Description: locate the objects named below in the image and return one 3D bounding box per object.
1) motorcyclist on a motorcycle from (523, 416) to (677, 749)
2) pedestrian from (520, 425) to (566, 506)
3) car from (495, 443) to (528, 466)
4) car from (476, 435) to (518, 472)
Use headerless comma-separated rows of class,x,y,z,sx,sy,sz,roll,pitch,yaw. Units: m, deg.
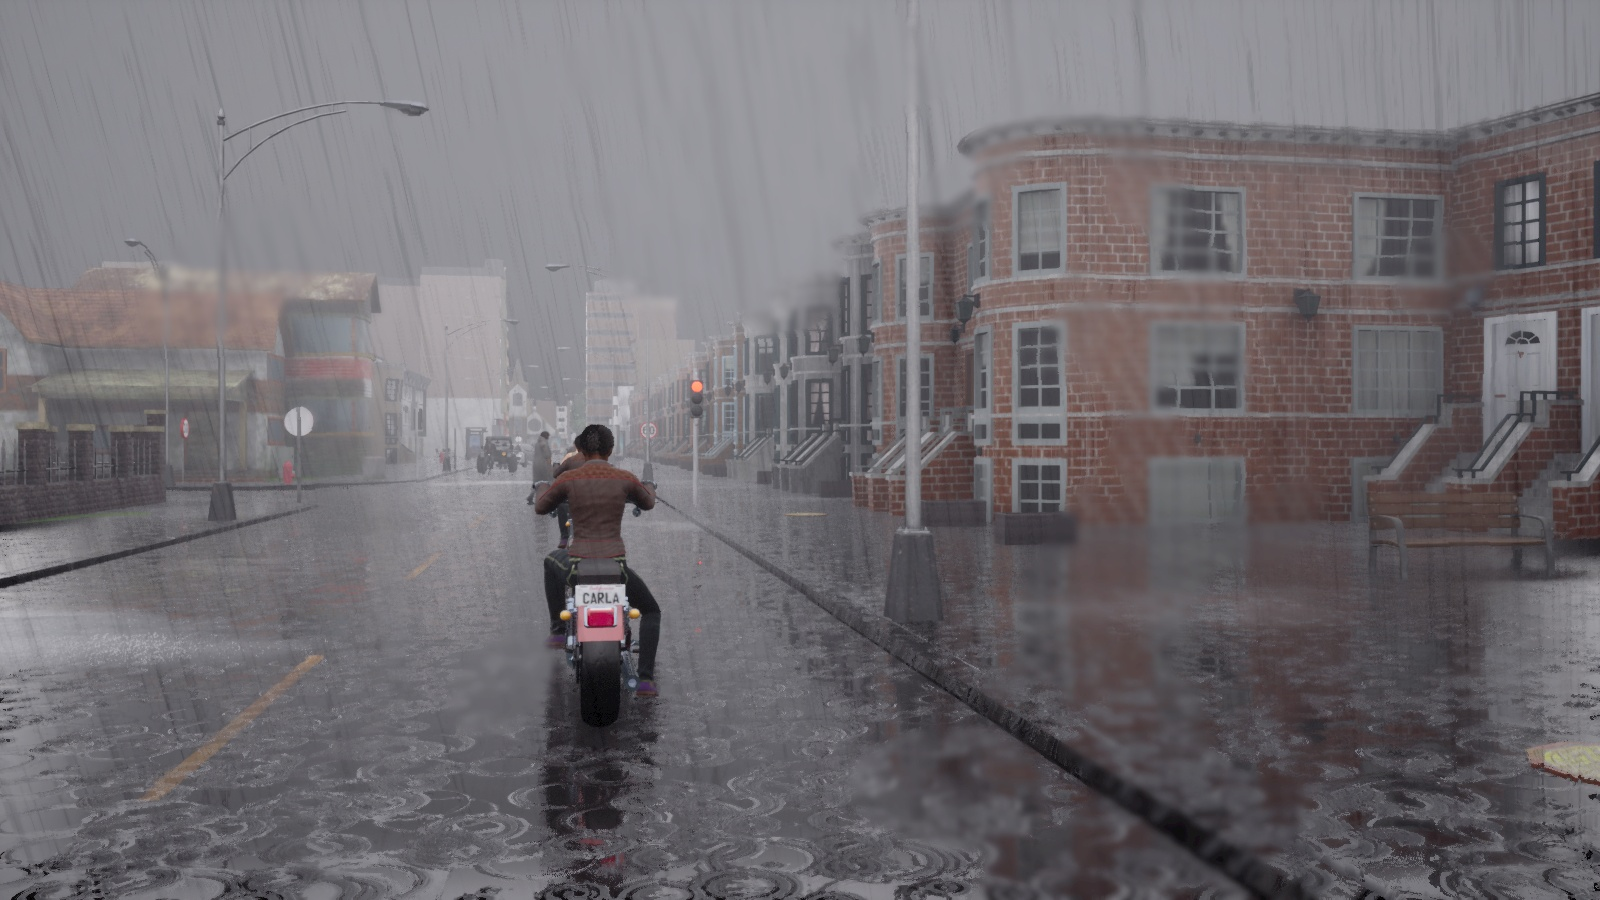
motorcyclist on a motorcycle,-1.211,0.656,7.458,0.766,1.649,2.350,0,0,-10
pedestrian,-6.302,0.372,30.804,0.873,1.952,0.659,0,0,-42
car,-18.796,0.265,81.942,1.970,1.475,3.806,0,0,-10
car,-15.980,0.179,66.370,1.905,1.878,3.866,0,0,-10
